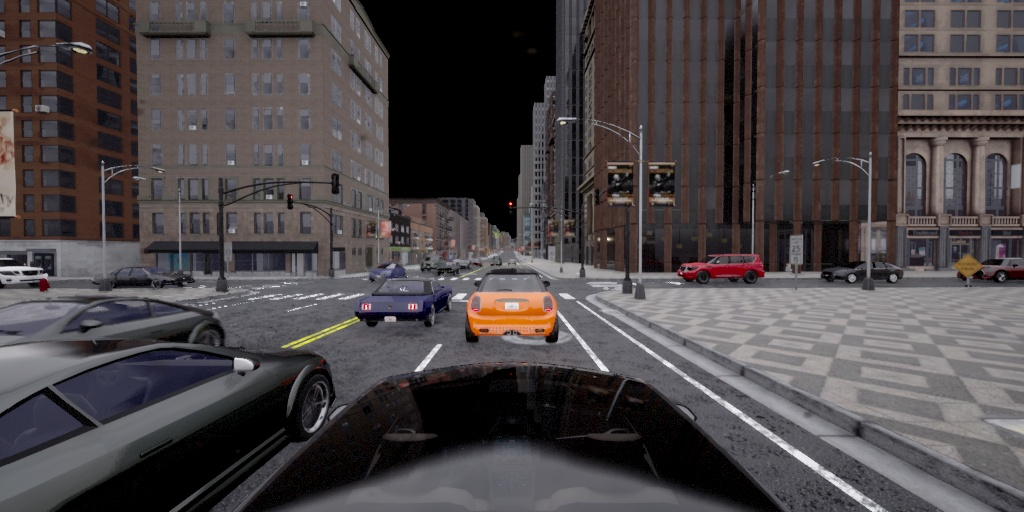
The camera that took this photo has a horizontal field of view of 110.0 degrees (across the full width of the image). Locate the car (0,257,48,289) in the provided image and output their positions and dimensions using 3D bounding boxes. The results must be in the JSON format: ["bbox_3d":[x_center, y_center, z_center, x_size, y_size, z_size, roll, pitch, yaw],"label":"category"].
[{"bbox_3d":[-34.306,1.106,23.585,5.566,2.045,2.150,0,1,0],"label":"car"}]

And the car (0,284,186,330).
[{"bbox_3d":[-6.601,1.314,5.289,1.994,1.385,4.181,0,0,0],"label":"car"}]

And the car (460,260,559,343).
[{"bbox_3d":[0.008,1.101,9.874,2.097,1.767,4.553,0,0,0],"label":"car"}]

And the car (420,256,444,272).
[{"bbox_3d":[-9.865,0.992,45.047,2.150,2.045,5.566,0,0,0],"label":"car"}]

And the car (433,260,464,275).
[{"bbox_3d":[-6.600,1.367,37.548,1.895,1.301,4.718,0,0,-1],"label":"car"}]

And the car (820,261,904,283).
[{"bbox_3d":[24.888,1.119,25.588,4.892,1.490,1.837,0,1,0],"label":"car"}]

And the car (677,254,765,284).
[{"bbox_3d":[14.833,0.875,25.549,5.566,2.045,2.150,0,1,0],"label":"car"}]

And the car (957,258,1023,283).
[{"bbox_3d":[35.007,0.926,25.621,4.553,1.767,2.097,0,1,0],"label":"car"}]

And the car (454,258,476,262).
[{"bbox_3d":[-6.614,1.279,50.681,1.837,1.490,4.892,0,0,0],"label":"car"}]

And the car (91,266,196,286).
[{"bbox_3d":[-24.114,1.397,23.532,5.357,1.411,2.033,0,1,0],"label":"car"}]

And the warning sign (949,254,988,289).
[{"bbox_3d":[25.173,0.827,19.787,1.060,1.860,1.300,0,0,0],"label":"warning sign"}]

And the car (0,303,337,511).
[{"bbox_3d":[-3.158,1.314,2.705,1.994,1.385,4.181,0,0,1],"label":"car"}]

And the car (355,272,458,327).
[{"bbox_3d":[-3.152,1.350,11.525,1.895,1.301,4.718,0,0,0],"label":"car"}]

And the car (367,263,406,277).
[{"bbox_3d":[-9.857,1.284,28.821,1.812,1.442,4.674,0,0,0],"label":"car"}]
